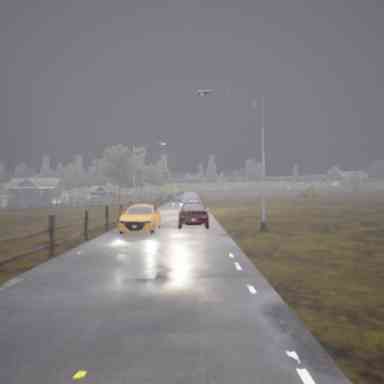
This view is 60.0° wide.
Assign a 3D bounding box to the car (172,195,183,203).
[{"bbox_3d":[-2.727,1.336,62.692,1.837,1.490,4.892,0,0,0],"label":"car"}]

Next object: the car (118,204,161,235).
[{"bbox_3d":[-2.844,1.436,18.930,1.882,1.535,5.008,0,0,0],"label":"car"}]

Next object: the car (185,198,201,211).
[{"bbox_3d":[0.103,1.428,39.578,1.812,1.442,4.674,0,0,0],"label":"car"}]

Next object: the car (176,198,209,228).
[{"bbox_3d":[0.101,1.430,21.606,1.882,1.535,5.008,0,0,0],"label":"car"}]
